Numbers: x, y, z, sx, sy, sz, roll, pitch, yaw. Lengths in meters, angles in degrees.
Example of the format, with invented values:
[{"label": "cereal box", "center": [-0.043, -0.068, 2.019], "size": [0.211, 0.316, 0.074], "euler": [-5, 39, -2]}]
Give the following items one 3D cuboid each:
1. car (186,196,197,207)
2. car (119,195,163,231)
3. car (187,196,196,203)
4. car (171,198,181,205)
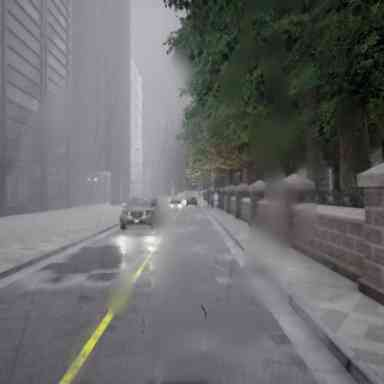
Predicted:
[{"label": "car", "center": [-0.007, 1.663, 56.474], "size": [1.837, 1.490, 4.892], "euler": [0, -2, 1]}, {"label": "car", "center": [-3.113, 1.272, 21.416], "size": [2.150, 2.045, 5.566], "euler": [0, 0, 0]}, {"label": "car", "center": [-0.044, 1.549, 69.993], "size": [1.882, 1.535, 5.008], "euler": [0, 0, 0]}, {"label": "car", "center": [-3.050, 1.795, 63.659], "size": [1.895, 1.301, 4.718], "euler": [0, 0, 0]}]
